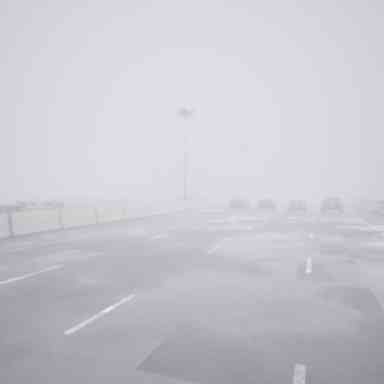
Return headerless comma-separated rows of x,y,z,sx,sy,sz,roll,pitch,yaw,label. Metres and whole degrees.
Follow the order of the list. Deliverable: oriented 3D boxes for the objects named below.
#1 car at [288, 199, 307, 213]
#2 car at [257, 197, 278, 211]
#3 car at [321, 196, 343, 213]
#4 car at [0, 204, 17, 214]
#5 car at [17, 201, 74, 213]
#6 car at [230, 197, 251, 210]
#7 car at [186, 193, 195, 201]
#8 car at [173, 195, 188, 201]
11.577,1.451,36.468,2.033,1.411,5.357,0,0,21,car
9.003,1.399,39.524,1.837,1.490,4.892,0,0,21,car
15.419,1.256,36.702,2.097,1.767,4.553,0,0,21,car
-16.434,1.505,31.724,1.895,1.301,4.718,0,0,21,car
-13.150,1.510,30.513,1.895,1.301,4.718,0,0,21,car
6.105,1.364,41.738,1.882,1.535,5.008,0,1,21,car
0.614,1.180,77.203,2.150,2.045,5.566,0,-1,20,car
-2.656,1.503,78.452,1.994,1.385,4.181,0,-1,20,car
